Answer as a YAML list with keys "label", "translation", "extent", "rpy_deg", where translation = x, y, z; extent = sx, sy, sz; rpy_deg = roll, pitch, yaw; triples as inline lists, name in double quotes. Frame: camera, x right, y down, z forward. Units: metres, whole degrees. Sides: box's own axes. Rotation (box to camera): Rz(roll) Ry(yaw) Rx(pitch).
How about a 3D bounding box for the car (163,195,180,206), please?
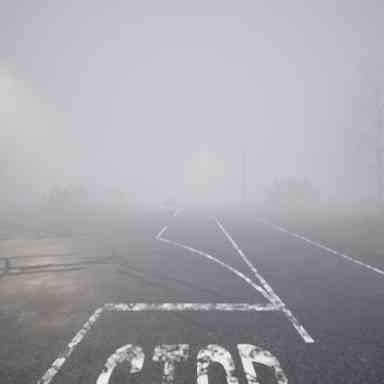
- label: "car"
  translation: [-3.318, 1.465, 50.793]
  extent: [1.895, 1.301, 4.718]
  rpy_deg: [0, 0, 0]

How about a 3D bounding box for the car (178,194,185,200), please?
- label: "car"
  translation: [-2.818, 1.266, 83.138]
  extent: [2.128, 1.511, 4.902]
  rpy_deg: [0, 0, 5]
